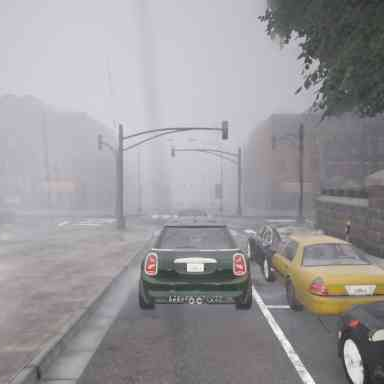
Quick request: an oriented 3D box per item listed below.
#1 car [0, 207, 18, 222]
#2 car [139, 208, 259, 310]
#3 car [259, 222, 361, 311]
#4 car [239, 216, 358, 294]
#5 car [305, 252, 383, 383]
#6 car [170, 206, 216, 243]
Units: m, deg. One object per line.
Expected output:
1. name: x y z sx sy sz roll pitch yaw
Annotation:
1. car: -14.725 1.427 23.081 4.892 1.490 1.837 1 1 0
2. car: 0.077 1.350 7.986 2.097 1.767 4.553 0 0 0
3. car: 2.685 1.524 7.605 1.752 1.417 4.829 -1 0 0
4. car: 2.665 1.549 9.579 2.008 1.369 4.403 -1 0 0
5. car: 2.625 1.550 2.443 2.008 1.369 4.403 -1 0 0
6. car: 0.036 1.556 17.421 2.033 1.411 5.357 0 0 0
